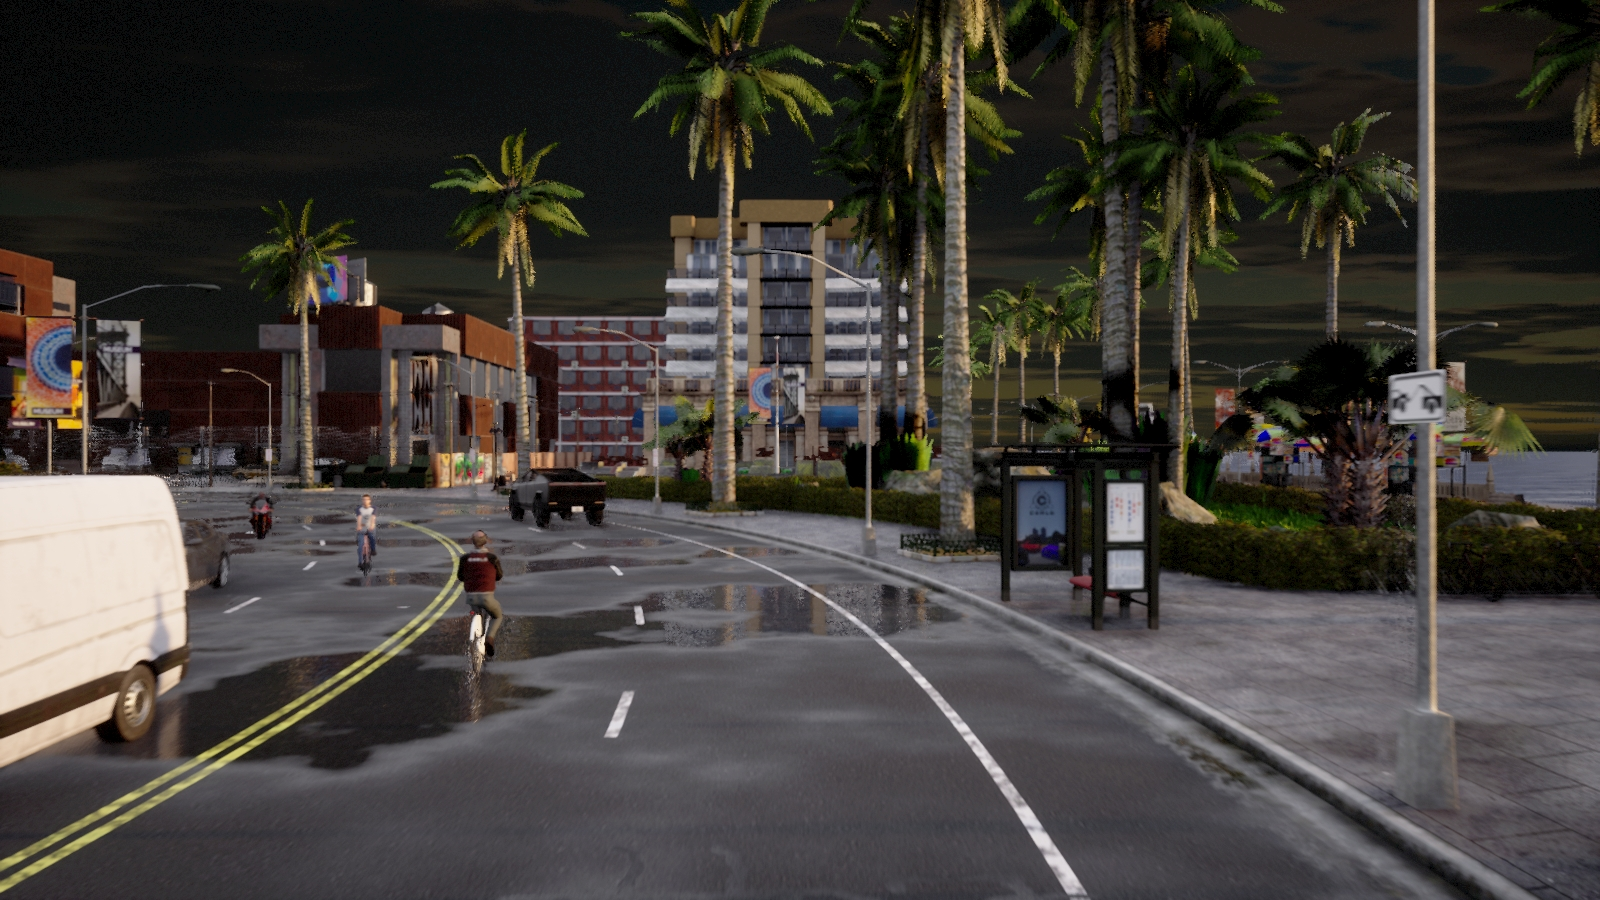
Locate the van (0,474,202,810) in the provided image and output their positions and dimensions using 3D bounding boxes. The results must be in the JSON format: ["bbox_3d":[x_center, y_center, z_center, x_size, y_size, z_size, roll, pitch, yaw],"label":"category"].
[{"bbox_3d":[-7.272,1.534,9.308,1.988,2.561,5.915,0,0,-3],"label":"van"}]

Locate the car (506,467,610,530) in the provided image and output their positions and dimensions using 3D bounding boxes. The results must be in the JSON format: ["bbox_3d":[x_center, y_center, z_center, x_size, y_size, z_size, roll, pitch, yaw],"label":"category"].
[{"bbox_3d":[-9.298,1.754,43.452,2.390,2.098,6.274,0,0,-26],"label":"car"}]

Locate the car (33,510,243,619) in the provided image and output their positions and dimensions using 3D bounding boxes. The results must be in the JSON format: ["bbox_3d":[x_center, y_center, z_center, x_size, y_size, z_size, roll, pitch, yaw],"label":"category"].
[{"bbox_3d":[-12.245,2.034,21.559,2.097,1.535,5.006,0,0,-13],"label":"car"}]

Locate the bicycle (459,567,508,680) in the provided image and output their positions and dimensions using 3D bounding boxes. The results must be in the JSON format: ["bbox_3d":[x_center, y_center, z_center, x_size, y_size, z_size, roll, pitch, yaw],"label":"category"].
[{"bbox_3d":[-4.089,2.210,14.845,0.329,1.171,1.835,0,0,-7],"label":"bicycle"}]

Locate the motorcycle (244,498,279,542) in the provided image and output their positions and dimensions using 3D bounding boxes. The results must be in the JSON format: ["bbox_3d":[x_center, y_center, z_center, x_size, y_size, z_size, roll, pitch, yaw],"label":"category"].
[{"bbox_3d":[-17.114,2.205,36.347,0.867,1.251,2.209,0,0,-22],"label":"motorcycle"}]
